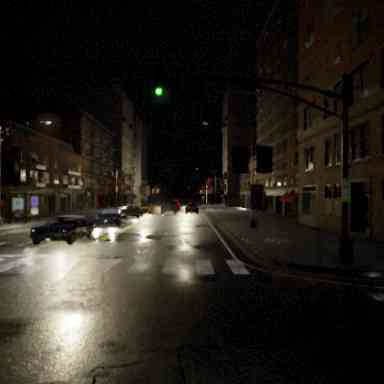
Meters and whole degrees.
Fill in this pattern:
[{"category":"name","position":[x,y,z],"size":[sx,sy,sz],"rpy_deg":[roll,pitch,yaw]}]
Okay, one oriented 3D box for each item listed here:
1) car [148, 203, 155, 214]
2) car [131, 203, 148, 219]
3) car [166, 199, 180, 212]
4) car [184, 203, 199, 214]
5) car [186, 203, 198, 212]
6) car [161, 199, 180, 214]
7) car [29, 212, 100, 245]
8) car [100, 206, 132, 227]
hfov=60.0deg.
[{"category":"car","position":[-6.554,2.361,47.950],"size":[1.882,1.535,5.008],"rpy_deg":[0,-1,1]},{"category":"car","position":[-6.599,2.237,37.763],"size":[2.033,1.411,5.357],"rpy_deg":[0,-1,0]},{"category":"car","position":[-3.255,2.313,58.188],"size":[2.150,2.045,5.566],"rpy_deg":[0,-1,0]},{"category":"car","position":[-0.004,2.408,47.735],"size":[1.837,1.490,4.892],"rpy_deg":[0,-1,0]},{"category":"car","position":[-0.006,2.651,58.152],"size":[2.033,1.411,5.357],"rpy_deg":[0,-1,0]},{"category":"car","position":[-3.253,2.113,47.769],"size":[2.150,2.045,5.566],"rpy_deg":[0,-1,0]},{"category":"car","position":[-6.595,1.910,17.464],"size":[1.895,1.301,4.718],"rpy_deg":[0,-1,0]},{"category":"car","position":[-6.590,2.058,27.389],"size":[1.994,1.385,4.181],"rpy_deg":[0,-1,0]}]
